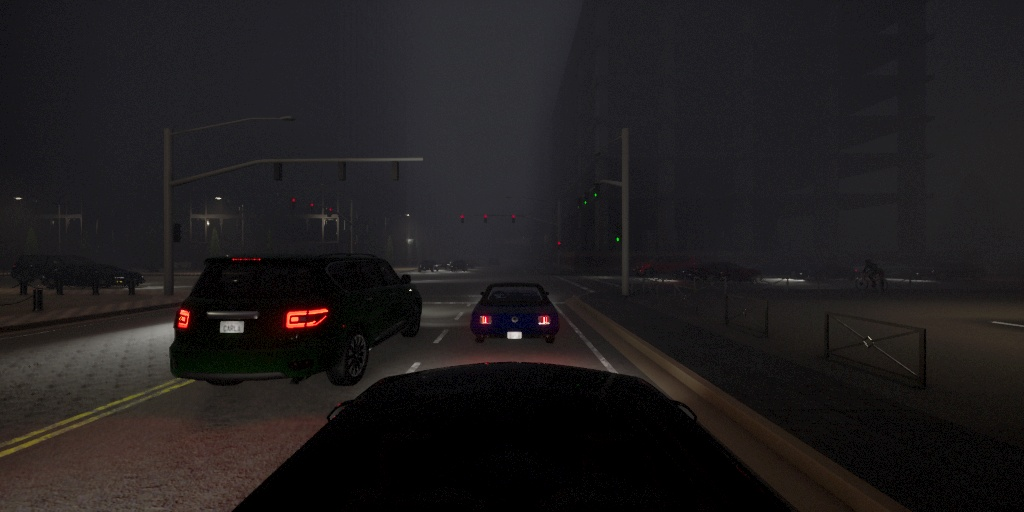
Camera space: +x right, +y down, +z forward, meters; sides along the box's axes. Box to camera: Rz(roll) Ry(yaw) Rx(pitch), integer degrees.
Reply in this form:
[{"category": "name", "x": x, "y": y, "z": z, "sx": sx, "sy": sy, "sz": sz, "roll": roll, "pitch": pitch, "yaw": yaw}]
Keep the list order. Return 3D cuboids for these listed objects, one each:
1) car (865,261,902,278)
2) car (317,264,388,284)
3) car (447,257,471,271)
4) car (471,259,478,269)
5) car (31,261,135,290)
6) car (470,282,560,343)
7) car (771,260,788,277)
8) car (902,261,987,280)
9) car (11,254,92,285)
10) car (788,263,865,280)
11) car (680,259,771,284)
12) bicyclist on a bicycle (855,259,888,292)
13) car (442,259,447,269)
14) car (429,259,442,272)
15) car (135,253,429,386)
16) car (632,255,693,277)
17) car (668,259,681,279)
[{"category": "car", "x": 33.633, "y": 1.220, "z": 32.830, "sx": 4.674, "sy": 1.442, "sz": 1.812, "roll": 0, "pitch": 0, "yaw": 0}, {"category": "car", "x": -11.698, "y": 1.322, "z": 26.649, "sx": 4.718, "sy": 1.301, "sz": 1.895, "roll": 0, "pitch": 0, "yaw": -20}, {"category": "car", "x": -7.136, "y": 1.254, "z": 48.517, "sx": 1.837, "sy": 1.490, "sz": 4.892, "roll": 0, "pitch": 0, "yaw": 0}, {"category": "car", "x": -7.130, "y": 1.227, "z": 57.975, "sx": 1.882, "sy": 1.535, "sz": 5.008, "roll": 0, "pitch": 0, "yaw": 0}, {"category": "car", "x": -25.116, "y": 1.200, "z": 21.582, "sx": 4.892, "sy": 1.490, "sz": 1.837, "roll": 0, "pitch": 0, "yaw": 0}, {"category": "car", "x": 0.073, "y": 1.351, "z": 9.633, "sx": 1.895, "sy": 1.301, "sz": 4.718, "roll": 0, "pitch": 0, "yaw": 0}, {"category": "car", "x": 23.639, "y": 1.172, "z": 32.796, "sx": 5.008, "sy": 1.535, "sz": 1.882, "roll": 0, "pitch": 0, "yaw": -1}, {"category": "car", "x": 35.587, "y": 1.199, "z": 29.335, "sx": 4.892, "sy": 1.490, "sz": 1.837, "roll": 0, "pitch": 0, "yaw": 0}, {"category": "car", "x": -31.240, "y": 0.914, "z": 25.082, "sx": 5.566, "sy": 2.045, "sz": 2.150, "roll": 0, "pitch": 0, "yaw": 1}, {"category": "car", "x": 25.593, "y": 1.258, "z": 29.306, "sx": 4.181, "sy": 1.385, "sz": 1.994, "roll": 0, "pitch": 0, "yaw": 0}, {"category": "car", "x": 15.131, "y": 1.172, "z": 25.559, "sx": 5.008, "sy": 1.535, "sz": 1.882, "roll": 0, "pitch": 0, "yaw": 0}, {"category": "bicyclist on a bicycle", "x": 18.317, "y": 0.998, "z": 18.292, "sx": 0.582, "sy": 1.620, "sz": 1.656, "roll": 0, "pitch": 0, "yaw": 0}, {"category": "car", "x": -10.634, "y": 1.241, "z": 55.236, "sx": 2.128, "sy": 1.511, "sz": 4.902, "roll": 0, "pitch": 0, "yaw": 0}, {"category": "car", "x": -10.636, "y": 1.255, "z": 45.893, "sx": 1.837, "sy": 1.490, "sz": 4.892, "roll": 0, "pitch": 0, "yaw": 0}, {"category": "car", "x": -3.443, "y": 0.971, "z": 7.117, "sx": 2.150, "sy": 2.045, "sz": 5.566, "roll": 0, "pitch": 0, "yaw": 0}, {"category": "car", "x": 13.909, "y": 0.917, "z": 32.758, "sx": 5.566, "sy": 2.045, "sz": 2.150, "roll": 0, "pitch": 0, "yaw": 0}, {"category": "car", "x": 15.629, "y": 1.220, "z": 29.243, "sx": 4.674, "sy": 1.442, "sz": 1.812, "roll": 0, "pitch": 0, "yaw": 0}]
